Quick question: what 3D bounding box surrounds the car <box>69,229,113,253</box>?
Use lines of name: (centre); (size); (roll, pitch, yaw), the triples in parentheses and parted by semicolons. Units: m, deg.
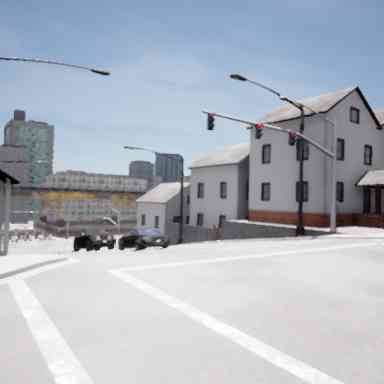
car: (-8.591, 4.196, 28.877); (2.150, 2.045, 5.566); (2, -14, -36)

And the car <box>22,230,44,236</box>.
car: (-38.988, 10.056, 81.798); (4.536, 1.218, 1.853); (2, -1, -7)

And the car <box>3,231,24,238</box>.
car: (-42.870, 10.043, 78.066); (2.038, 1.542, 4.974); (1, -1, 18)

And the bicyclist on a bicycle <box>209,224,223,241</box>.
bicyclist on a bicycle: (2.325, 3.967, 32.491); (1.656, 1.620, 0.582); (2, -9, -35)

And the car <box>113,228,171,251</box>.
car: (-3.095, 2.982, 21.130); (1.994, 1.385, 4.181); (2, -10, -35)

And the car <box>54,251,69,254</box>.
car: (-14.398, 7.323, 36.750); (1.837, 1.490, 4.892); (2, -22, -36)

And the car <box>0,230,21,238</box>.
car: (-42.850, 9.887, 78.119); (1.853, 1.218, 4.536); (1, -1, 18)

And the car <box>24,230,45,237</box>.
car: (-38.940, 10.215, 81.801); (4.974, 1.542, 2.038); (2, -1, -7)
